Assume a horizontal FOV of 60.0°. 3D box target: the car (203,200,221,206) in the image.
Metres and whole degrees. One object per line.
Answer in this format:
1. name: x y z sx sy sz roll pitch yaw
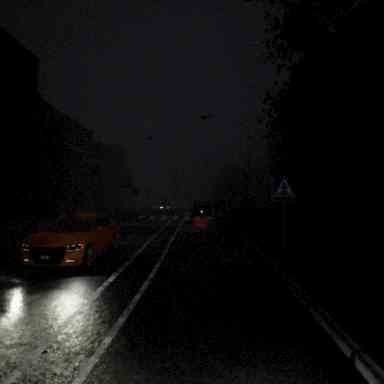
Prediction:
1. car: 5.748 3.095 93.735 4.553 1.767 2.185 2 -2 -22

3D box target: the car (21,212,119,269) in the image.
1. car: -3.876 1.481 11.375 1.882 1.535 5.008 1 0 1

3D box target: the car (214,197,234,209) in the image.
1. car: 6.388 1.912 55.261 5.566 2.045 2.435 2 -2 -21

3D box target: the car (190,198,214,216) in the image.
1. car: 1.012 1.651 34.261 1.837 1.490 4.892 1 0 1

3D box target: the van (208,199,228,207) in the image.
1. van: 6.132 2.622 78.961 4.442 1.987 1.878 2 -2 -21

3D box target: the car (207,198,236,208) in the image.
1. car: 6.184 2.348 70.048 5.566 2.045 2.435 2 -2 -21

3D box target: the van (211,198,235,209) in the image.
1. van: 6.302 2.291 67.123 4.442 1.987 1.878 2 -2 -21

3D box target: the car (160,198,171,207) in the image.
1. car: -6.222 2.452 78.791 2.150 2.045 5.566 1 -2 -1

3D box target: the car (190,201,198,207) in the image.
1. car: 0.608 3.060 86.784 1.994 1.385 4.181 1 -1 -1

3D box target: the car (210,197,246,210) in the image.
1. car: 6.299 1.998 58.187 5.566 2.045 2.435 2 -2 -21
